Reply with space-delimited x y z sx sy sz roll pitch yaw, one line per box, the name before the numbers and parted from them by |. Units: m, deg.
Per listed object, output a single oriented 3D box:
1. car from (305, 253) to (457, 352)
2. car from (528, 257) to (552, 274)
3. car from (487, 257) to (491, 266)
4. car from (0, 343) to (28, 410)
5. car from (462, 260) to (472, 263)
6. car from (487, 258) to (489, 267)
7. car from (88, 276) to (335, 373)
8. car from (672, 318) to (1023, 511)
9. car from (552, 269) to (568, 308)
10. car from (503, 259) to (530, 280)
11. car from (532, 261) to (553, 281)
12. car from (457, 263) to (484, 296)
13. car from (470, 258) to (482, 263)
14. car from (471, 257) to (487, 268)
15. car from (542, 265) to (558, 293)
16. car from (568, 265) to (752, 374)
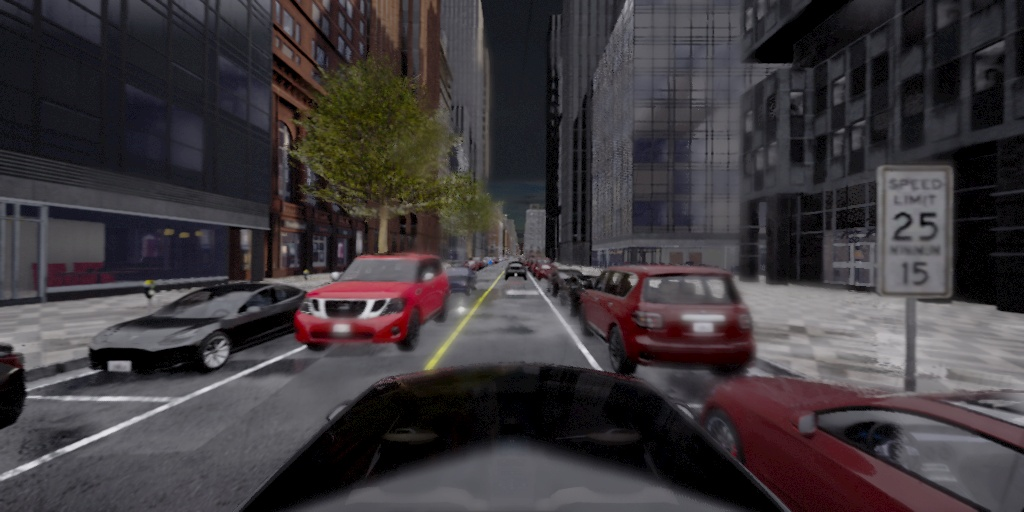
car | -3.036 0.944 9.211 2.150 2.045 5.566 0 0 1
car | 2.995 1.104 35.617 2.192 1.841 5.009 0 0 1
car | -5.239 1.345 63.907 1.802 1.307 4.207 0 0 1
car | -5.879 1.267 1.877 1.948 1.339 4.313 0 0 1
car | -5.530 1.284 35.712 1.948 1.339 4.313 0 0 1
car | -5.297 1.318 58.269 1.948 1.339 4.313 0 0 1
car | -5.821 1.265 7.517 1.948 1.339 4.313 0 0 1
car | 2.645 1.354 1.787 1.802 1.307 4.207 0 0 1
car | 2.762 1.337 13.064 1.948 1.339 4.313 0 0 1
car | 0.345 1.268 31.066 1.837 1.490 4.892 0 0 1
car | 2.936 1.328 29.978 1.888 1.381 4.507 0 0 1
car | -2.922 1.273 19.587 2.033 1.411 5.357 0 0 1
car | -5.413 1.280 46.990 1.888 1.381 4.507 0 0 1
car | -5.355 1.058 52.629 2.192 1.841 5.009 0 0 1
car | 2.820 1.339 18.701 1.948 1.339 4.313 0 0 1
car | 2.703 1.085 7.426 2.192 1.841 5.009 0 0 1
